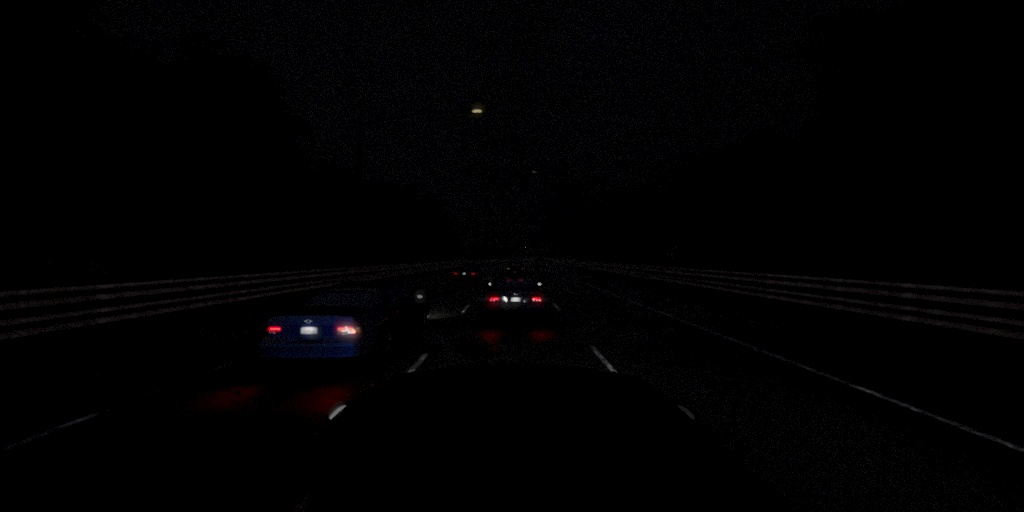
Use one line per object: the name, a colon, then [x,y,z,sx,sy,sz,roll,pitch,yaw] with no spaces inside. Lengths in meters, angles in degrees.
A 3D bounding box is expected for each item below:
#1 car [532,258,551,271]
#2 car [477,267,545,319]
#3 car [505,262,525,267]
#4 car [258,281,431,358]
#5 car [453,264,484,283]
car: [4.201,1.406,51.925,1.994,1.385,4.181,0,0,2]
car: [0.106,1.293,12.726,2.033,1.411,5.357,0,0,0]
car: [0.329,1.306,35.321,1.812,1.442,4.674,0,0,1]
car: [-3.396,1.293,8.513,2.033,1.411,5.357,0,0,0]
car: [-3.302,1.310,27.673,2.033,1.411,5.357,0,0,1]
